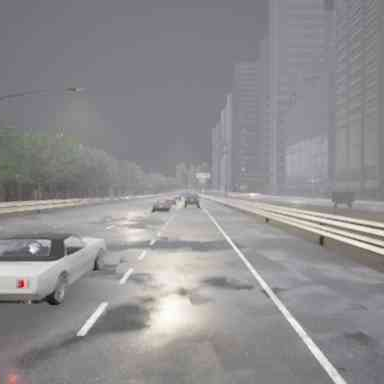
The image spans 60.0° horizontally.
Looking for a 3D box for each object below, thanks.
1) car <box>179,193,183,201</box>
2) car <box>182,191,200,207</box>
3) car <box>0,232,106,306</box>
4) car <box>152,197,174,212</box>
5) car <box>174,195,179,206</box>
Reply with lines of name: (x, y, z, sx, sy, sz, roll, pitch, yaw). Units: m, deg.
car: (-3.918, 1.644, 91.535, 1.882, 1.535, 5.008, 0, 0, -1)
car: (-0.022, 1.283, 51.236, 2.150, 2.045, 5.566, 0, 0, 0)
car: (-3.502, 1.603, 7.981, 1.895, 1.301, 4.718, 0, 0, 0)
car: (-3.578, 1.604, 39.611, 1.994, 1.385, 4.181, 0, 0, 0)
car: (-3.668, 1.603, 57.638, 1.812, 1.442, 4.674, 0, 0, 0)
